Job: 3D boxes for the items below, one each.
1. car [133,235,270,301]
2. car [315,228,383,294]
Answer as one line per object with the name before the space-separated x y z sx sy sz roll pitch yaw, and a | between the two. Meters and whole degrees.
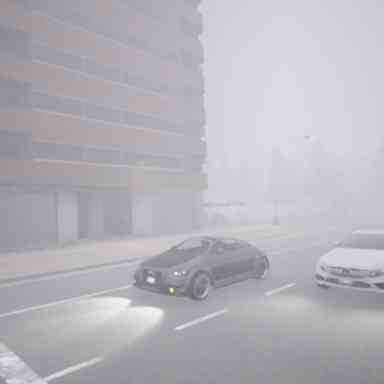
car | 0.420 1.951 9.455 4.181 1.385 1.994 1 -3 -45
car | 5.129 1.762 9.212 4.674 1.442 1.812 1 -3 -45
